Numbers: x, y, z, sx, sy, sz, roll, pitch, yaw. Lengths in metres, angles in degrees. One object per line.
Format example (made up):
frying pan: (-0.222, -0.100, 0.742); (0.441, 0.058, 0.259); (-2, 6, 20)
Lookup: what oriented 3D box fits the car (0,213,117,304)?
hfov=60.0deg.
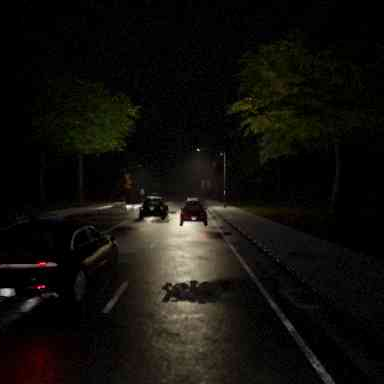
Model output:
car: (-3.151, 1.489, 8.086); (2.128, 1.511, 4.902); (0, 0, 0)

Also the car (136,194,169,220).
car: (-3.152, 1.343, 28.329); (2.097, 1.767, 4.553); (0, 0, 0)

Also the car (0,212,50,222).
car: (-6.602, 1.596, 14.329); (1.895, 1.301, 4.718); (0, 0, 0)

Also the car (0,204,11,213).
car: (-9.851, 1.347, 14.974); (2.097, 1.767, 4.553); (0, 0, 0)

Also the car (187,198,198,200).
car: (0.094, 1.483, 42.509); (2.128, 1.511, 4.902); (0, 0, 0)

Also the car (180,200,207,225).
car: (0.108, 1.517, 23.625); (1.812, 1.442, 4.674); (0, 0, 0)

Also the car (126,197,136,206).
car: (-9.813, 1.560, 56.075); (1.994, 1.385, 4.181); (0, 0, 0)
